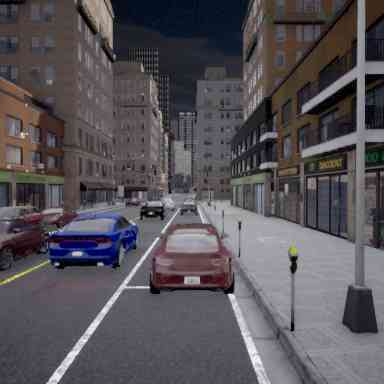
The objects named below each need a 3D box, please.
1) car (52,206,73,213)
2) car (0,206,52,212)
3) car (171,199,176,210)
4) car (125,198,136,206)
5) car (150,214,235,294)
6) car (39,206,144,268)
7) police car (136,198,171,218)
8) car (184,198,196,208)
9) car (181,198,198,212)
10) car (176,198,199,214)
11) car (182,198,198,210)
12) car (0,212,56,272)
[{"bbox_3d":[-8.821,1.575,21.767,1.802,1.307,4.206,-1,0,0],"label":"car"},{"bbox_3d":[-8.823,1.435,16.181,1.967,1.590,4.097,-1,0,0],"label":"car"},{"bbox_3d":[-3.046,1.505,41.461,1.812,1.442,4.674,0,0,0],"label":"car"},{"bbox_3d":[-8.821,1.516,49.695,1.887,1.381,4.507,-1,0,0],"label":"car"},{"bbox_3d":[0.003,1.523,8.652,1.812,1.442,4.674,0,0,0],"label":"car"},{"bbox_3d":[-3.045,1.474,11.290,1.882,1.535,5.008,0,0,0],"label":"car"},{"bbox_3d":[-3.145,1.415,28.024,1.930,1.638,5.238,0,0,0],"label":"police car"},{"bbox_3d":[-0.276,1.554,49.696,1.802,1.307,4.206,-1,0,0],"label":"car"},{"bbox_3d":[-0.279,1.507,38.694,1.752,1.417,4.829,-1,0,0],"label":"car"},{"bbox_3d":[-0.280,1.537,32.939,2.008,1.369,4.403,-1,0,0],"label":"car"},{"bbox_3d":[-0.277,1.543,44.111,1.947,1.339,4.313,-1,0,0],"label":"car"},{"bbox_3d":[-6.245,1.561,10.661,1.994,1.385,4.181,0,0,0],"label":"car"}]
